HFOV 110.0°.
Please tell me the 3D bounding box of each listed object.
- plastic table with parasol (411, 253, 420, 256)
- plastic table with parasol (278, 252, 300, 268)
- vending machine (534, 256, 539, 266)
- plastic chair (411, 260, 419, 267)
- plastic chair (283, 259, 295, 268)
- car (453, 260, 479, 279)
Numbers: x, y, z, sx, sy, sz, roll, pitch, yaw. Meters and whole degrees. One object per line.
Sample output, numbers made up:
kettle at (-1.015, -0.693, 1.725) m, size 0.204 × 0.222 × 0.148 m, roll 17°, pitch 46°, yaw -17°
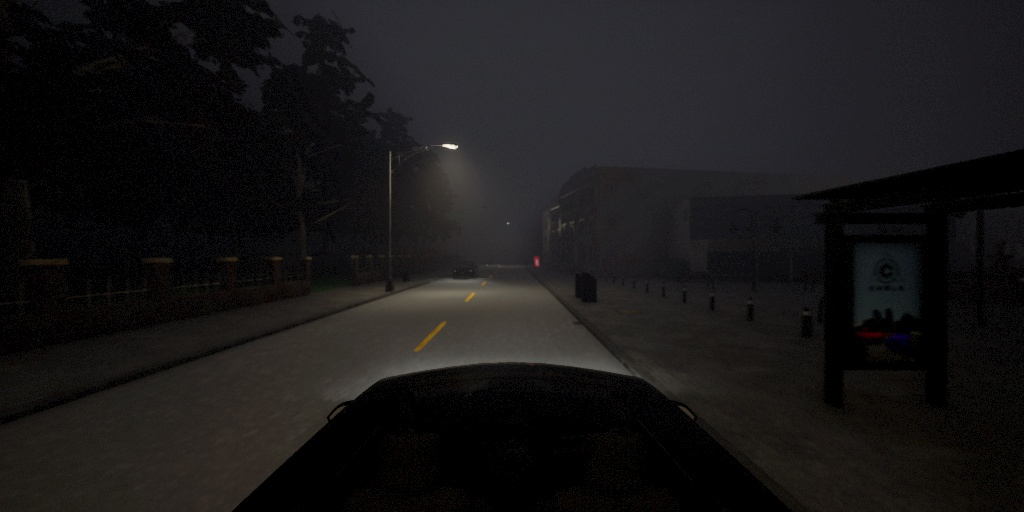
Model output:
plastic table with parasol at (-15.720, 0.585, 63.454) m, size 2.482 × 2.480 × 2.482 m, roll 0°, pitch 0°, yaw -40°
plastic table with parasol at (-33.976, 0.568, 54.396) m, size 2.482 × 2.480 × 2.482 m, roll 0°, pitch 0°, yaw -40°
vending machine at (4.283, 1.017, 61.575) m, size 1.100 × 2.100 × 0.880 m, roll 0°, pitch 0°, yaw 0°
plastic chair at (-16.694, 1.191, 62.552) m, size 0.730 × 1.272 × 0.750 m, roll 0°, pitch 0°, yaw -35°
plastic chair at (-33.244, 1.173, 53.397) m, size 0.750 × 1.272 × 0.730 m, roll 0°, pitch 0°, yaw -40°
car at (-4.086, 1.153, 32.196) m, size 1.882 × 1.535 × 5.008 m, roll 0°, pitch 0°, yaw 0°
